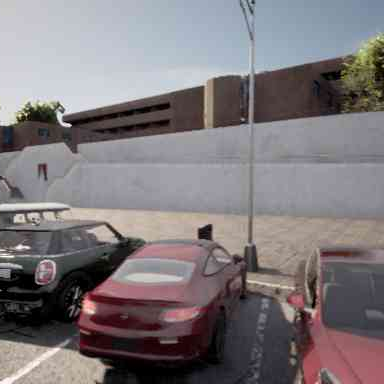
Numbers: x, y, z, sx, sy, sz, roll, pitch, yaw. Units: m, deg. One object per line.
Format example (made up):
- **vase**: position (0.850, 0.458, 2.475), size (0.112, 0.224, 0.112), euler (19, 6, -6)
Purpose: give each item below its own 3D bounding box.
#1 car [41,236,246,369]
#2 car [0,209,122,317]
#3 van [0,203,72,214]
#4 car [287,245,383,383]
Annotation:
- **car**: position (-0.151, 1.553, 5.896), size (2.002, 1.452, 4.674), euler (0, -1, 15)
- **car**: position (-2.587, 1.406, 7.601), size (2.185, 1.767, 4.553), euler (0, -1, 15)
- **van**: position (-4.979, 1.328, 9.475), size (1.878, 1.987, 4.442), euler (0, -1, 15)
- **car**: position (2.296, 1.522, 4.129), size (2.163, 1.488, 4.792), euler (0, -1, 15)
